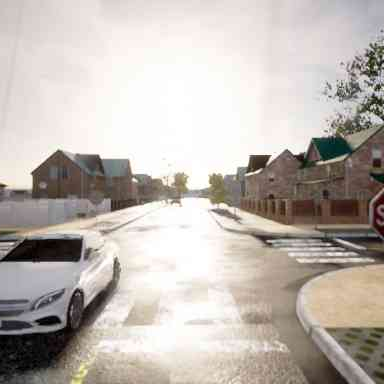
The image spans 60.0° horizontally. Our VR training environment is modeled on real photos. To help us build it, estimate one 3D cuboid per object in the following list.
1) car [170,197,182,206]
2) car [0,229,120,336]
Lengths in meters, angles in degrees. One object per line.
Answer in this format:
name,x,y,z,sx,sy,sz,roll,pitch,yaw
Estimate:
car,-2.710,1.561,57.277,1.882,1.535,5.008,0,0,0
car,-2.747,1.547,6.892,1.812,1.442,4.674,0,-1,0
